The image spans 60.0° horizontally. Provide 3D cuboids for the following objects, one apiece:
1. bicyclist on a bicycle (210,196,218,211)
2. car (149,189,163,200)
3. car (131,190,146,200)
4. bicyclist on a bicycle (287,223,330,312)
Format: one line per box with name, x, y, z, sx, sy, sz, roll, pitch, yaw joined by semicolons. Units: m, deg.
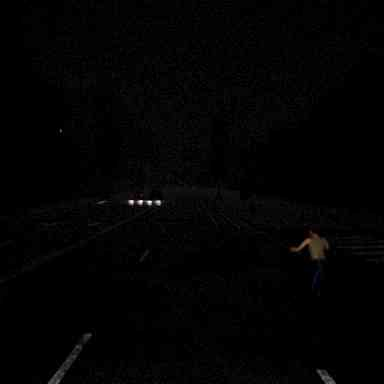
bicyclist on a bicycle;2.249;1.178;34.276;0.866;1.612;1.509;0;1;0
car;-6.506;0.409;60.385;2.150;2.045;5.566;0;1;0
car;-9.756;0.538;60.447;2.097;1.767;4.553;0;1;0
bicyclist on a bicycle;2.425;1.428;6.725;0.866;1.612;1.509;0;0;0
